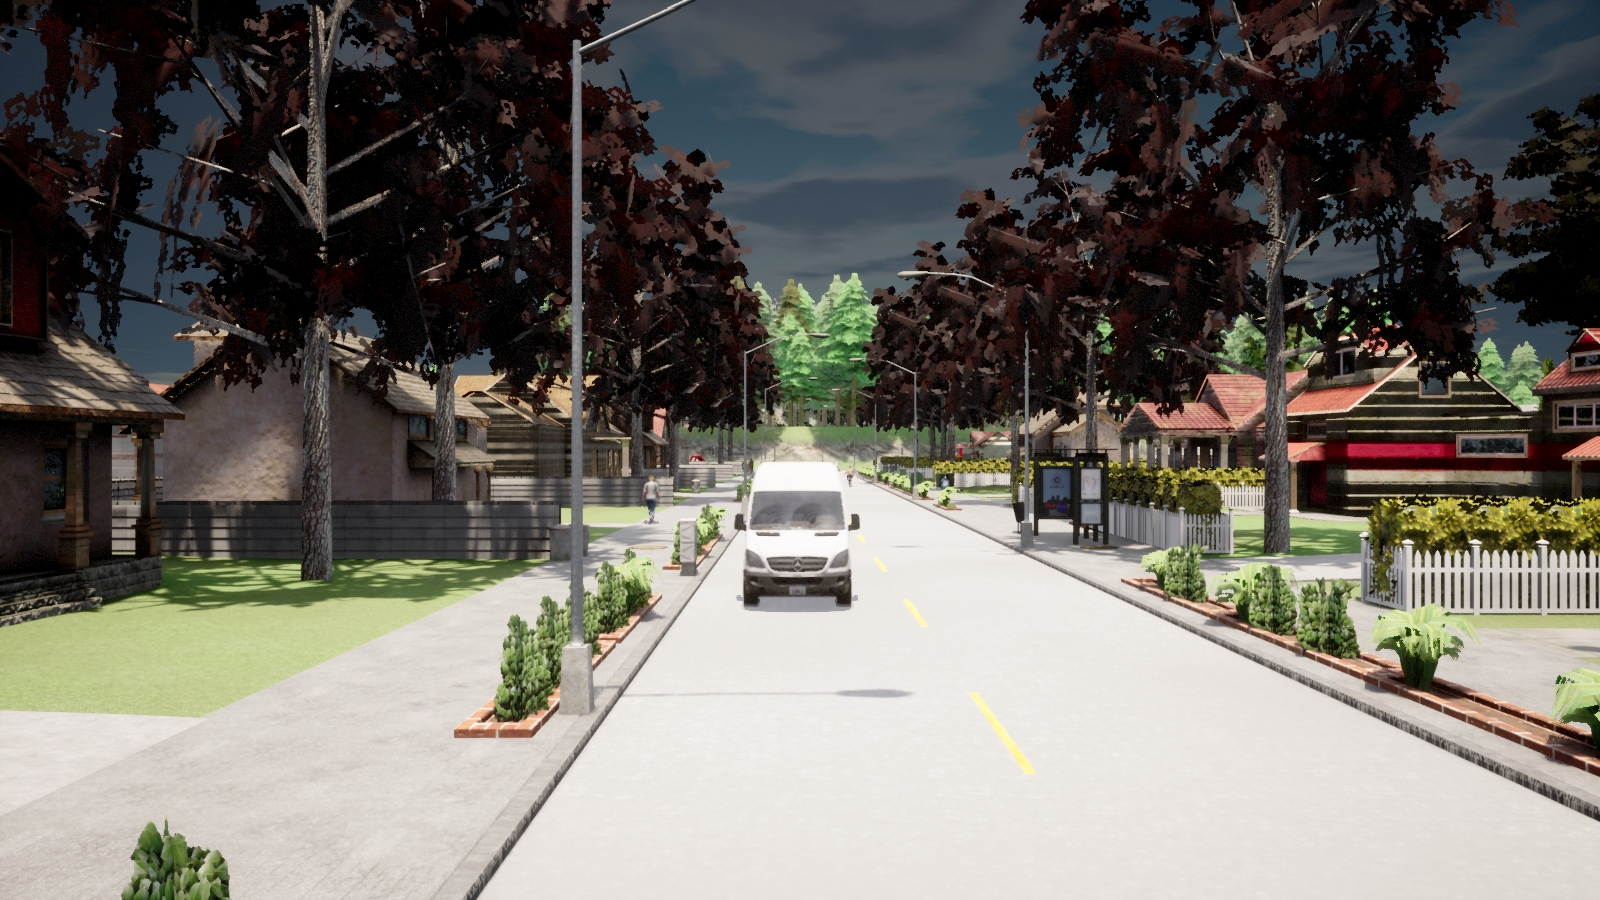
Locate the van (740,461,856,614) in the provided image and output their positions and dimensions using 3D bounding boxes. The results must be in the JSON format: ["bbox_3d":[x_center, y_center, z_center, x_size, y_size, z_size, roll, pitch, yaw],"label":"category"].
[{"bbox_3d":[-0.045,1.534,22.510,1.988,2.561,5.915,0,0,0],"label":"van"}]

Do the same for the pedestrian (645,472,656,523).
[{"bbox_3d":[-5.490,1.743,41.959,0.375,1.860,0.375,0,0,2],"label":"pedestrian"}]
